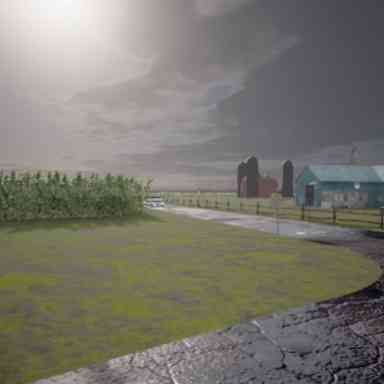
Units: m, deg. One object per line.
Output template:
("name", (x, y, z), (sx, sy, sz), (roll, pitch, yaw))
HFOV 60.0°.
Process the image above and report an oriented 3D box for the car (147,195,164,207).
("car", (-6.368, 1.527, 57.319), (2.150, 2.045, 5.566), (0, 0, -19))
